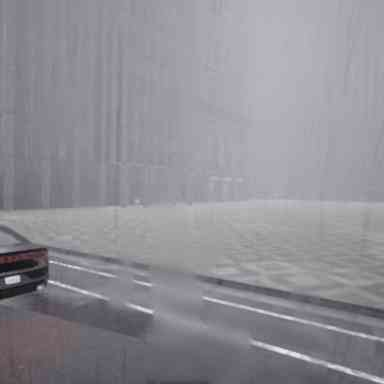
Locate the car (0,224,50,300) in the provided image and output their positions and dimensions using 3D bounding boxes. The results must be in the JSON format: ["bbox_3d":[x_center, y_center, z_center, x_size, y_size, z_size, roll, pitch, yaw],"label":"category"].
[{"bbox_3d":[-5.208,1.378,7.401,5.008,1.535,1.882,1,1,36],"label":"car"}]
